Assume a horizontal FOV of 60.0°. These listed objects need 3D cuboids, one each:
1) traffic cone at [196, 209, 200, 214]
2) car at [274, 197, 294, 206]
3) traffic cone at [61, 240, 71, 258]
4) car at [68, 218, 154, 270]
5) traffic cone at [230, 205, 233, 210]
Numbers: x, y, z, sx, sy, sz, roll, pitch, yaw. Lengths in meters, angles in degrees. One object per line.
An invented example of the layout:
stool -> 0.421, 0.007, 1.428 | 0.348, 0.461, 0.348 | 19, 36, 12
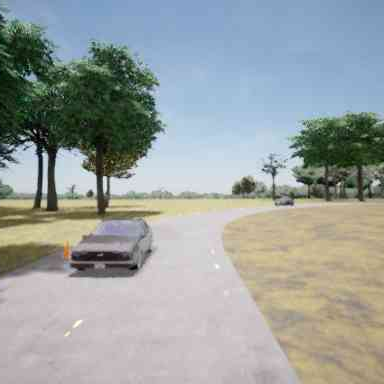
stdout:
traffic cone -> 0.652, 2.125, 37.162 | 0.340, 0.580, 0.340 | 0, 0, 23
car -> 15.775, 1.667, 56.843 | 2.128, 1.511, 4.902 | -1, -1, 41
traffic cone -> -4.433, 2.022, 11.847 | 0.340, 0.580, 0.340 | 0, 0, 0
car -> -2.436, 1.612, 11.505 | 2.033, 1.411, 5.357 | 0, 0, 0
traffic cone -> 5.519, 2.146, 46.351 | 0.340, 0.580, 0.340 | -1, 0, 33
